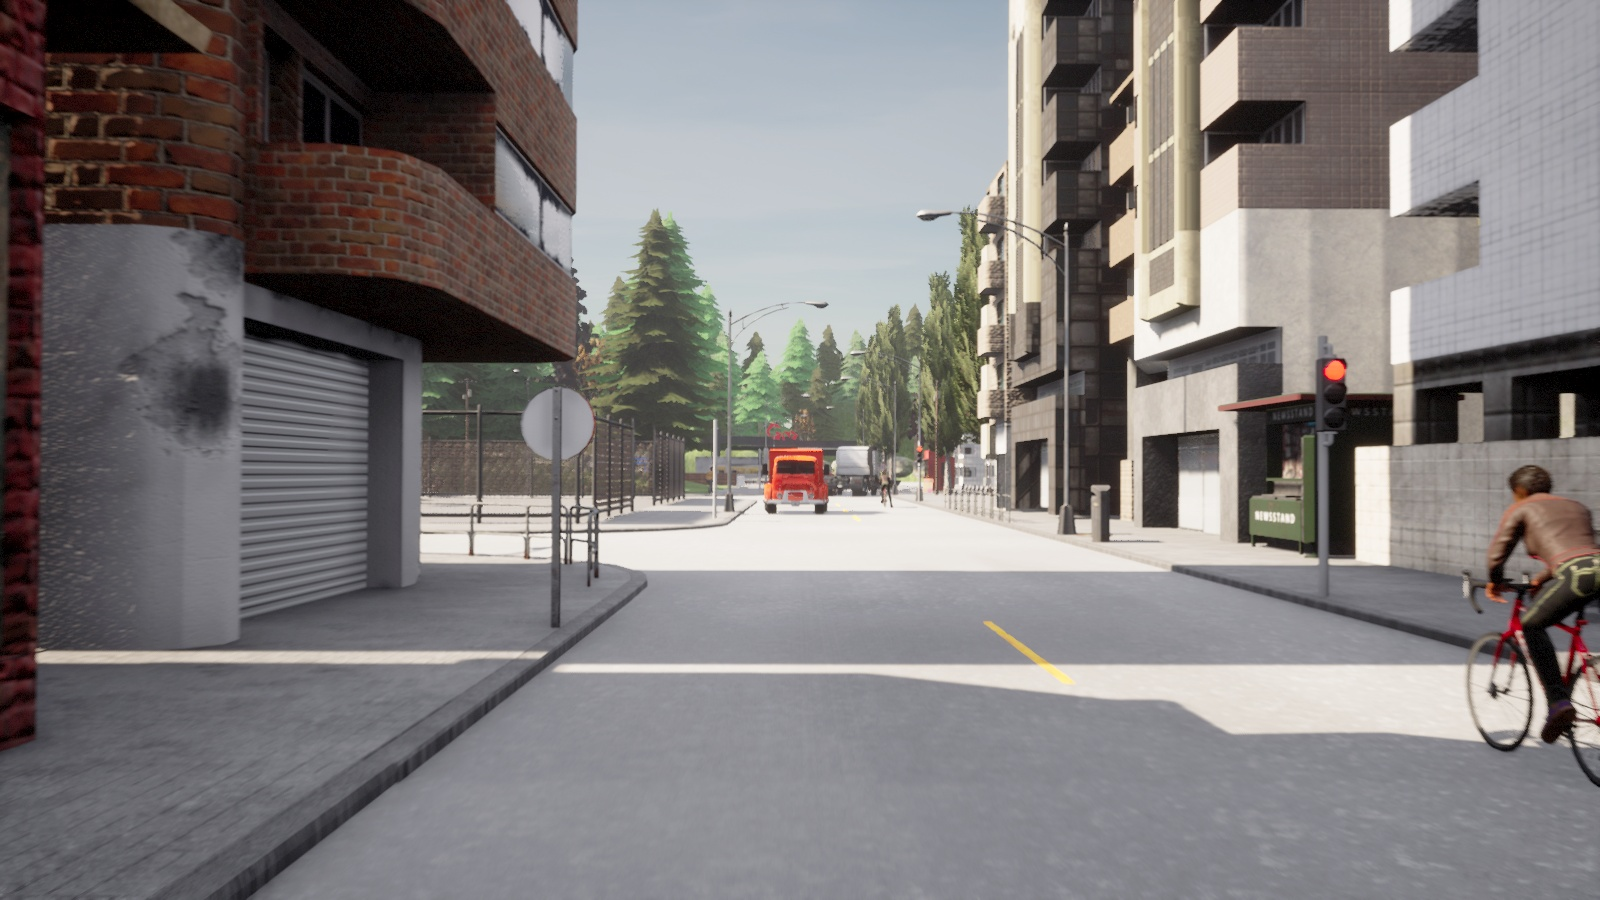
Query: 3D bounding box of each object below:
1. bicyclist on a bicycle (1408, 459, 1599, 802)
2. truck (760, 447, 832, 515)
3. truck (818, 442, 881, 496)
[{"bbox_3d":[3.991,0.872,6.779,0.582,1.620,1.656,0,-1,0],"label":"bicyclist on a bicycle"},{"bbox_3d":[-0.147,1.190,48.884,2.627,2.467,5.204,0,-1,0],"label":"truck"},{"bbox_3d":[3.456,1.316,85.026,2.891,3.462,7.936,0,-1,12],"label":"truck"}]
